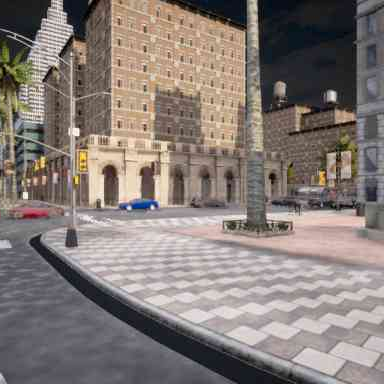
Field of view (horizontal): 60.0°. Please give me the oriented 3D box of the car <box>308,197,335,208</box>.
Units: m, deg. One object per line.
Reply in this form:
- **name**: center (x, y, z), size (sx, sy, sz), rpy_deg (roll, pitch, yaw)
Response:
- **car**: center (19.304, 1.505, 49.313), size (4.892, 1.490, 1.837), rpy_deg (0, 0, -34)

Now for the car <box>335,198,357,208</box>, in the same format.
- **car**: center (22.875, 1.564, 47.385), size (4.181, 1.385, 1.994), rpy_deg (0, 0, -34)

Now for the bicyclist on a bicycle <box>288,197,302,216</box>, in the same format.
- **bicyclist on a bicycle**: center (9.170, 1.301, 29.683), size (0.582, 1.620, 1.656), rpy_deg (0, 0, -33)

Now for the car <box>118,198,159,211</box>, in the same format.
- **car**: center (-6.546, 1.478, 40.901), size (5.008, 1.535, 1.882), rpy_deg (0, 0, -33)

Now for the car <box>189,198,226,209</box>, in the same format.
- **car**: center (2.241, 1.547, 46.635), size (5.357, 1.411, 2.033), rpy_deg (0, 0, -33)

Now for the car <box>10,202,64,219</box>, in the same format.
- **car**: center (-13.315, 1.564, 28.718), size (4.181, 1.385, 1.994), rpy_deg (0, 0, -19)

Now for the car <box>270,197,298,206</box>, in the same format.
- **car**: center (15.400, 1.547, 55.236), size (5.357, 1.411, 2.033), rpy_deg (0, 0, -33)
